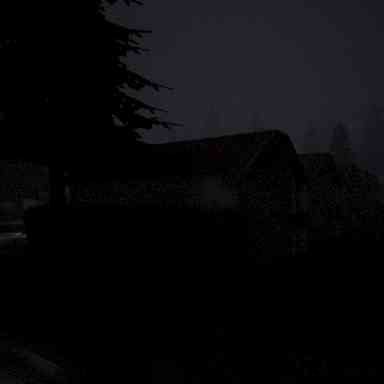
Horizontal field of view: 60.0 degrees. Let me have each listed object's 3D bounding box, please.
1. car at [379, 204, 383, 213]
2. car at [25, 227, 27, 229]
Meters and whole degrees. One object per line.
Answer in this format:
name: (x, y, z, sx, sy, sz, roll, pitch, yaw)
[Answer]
car: (22.620, 2.039, 41.475, 4.902, 1.511, 2.128, -1, -1, 29)
car: (-9.408, 1.868, 23.729, 2.097, 1.767, 4.553, -1, -1, 36)
